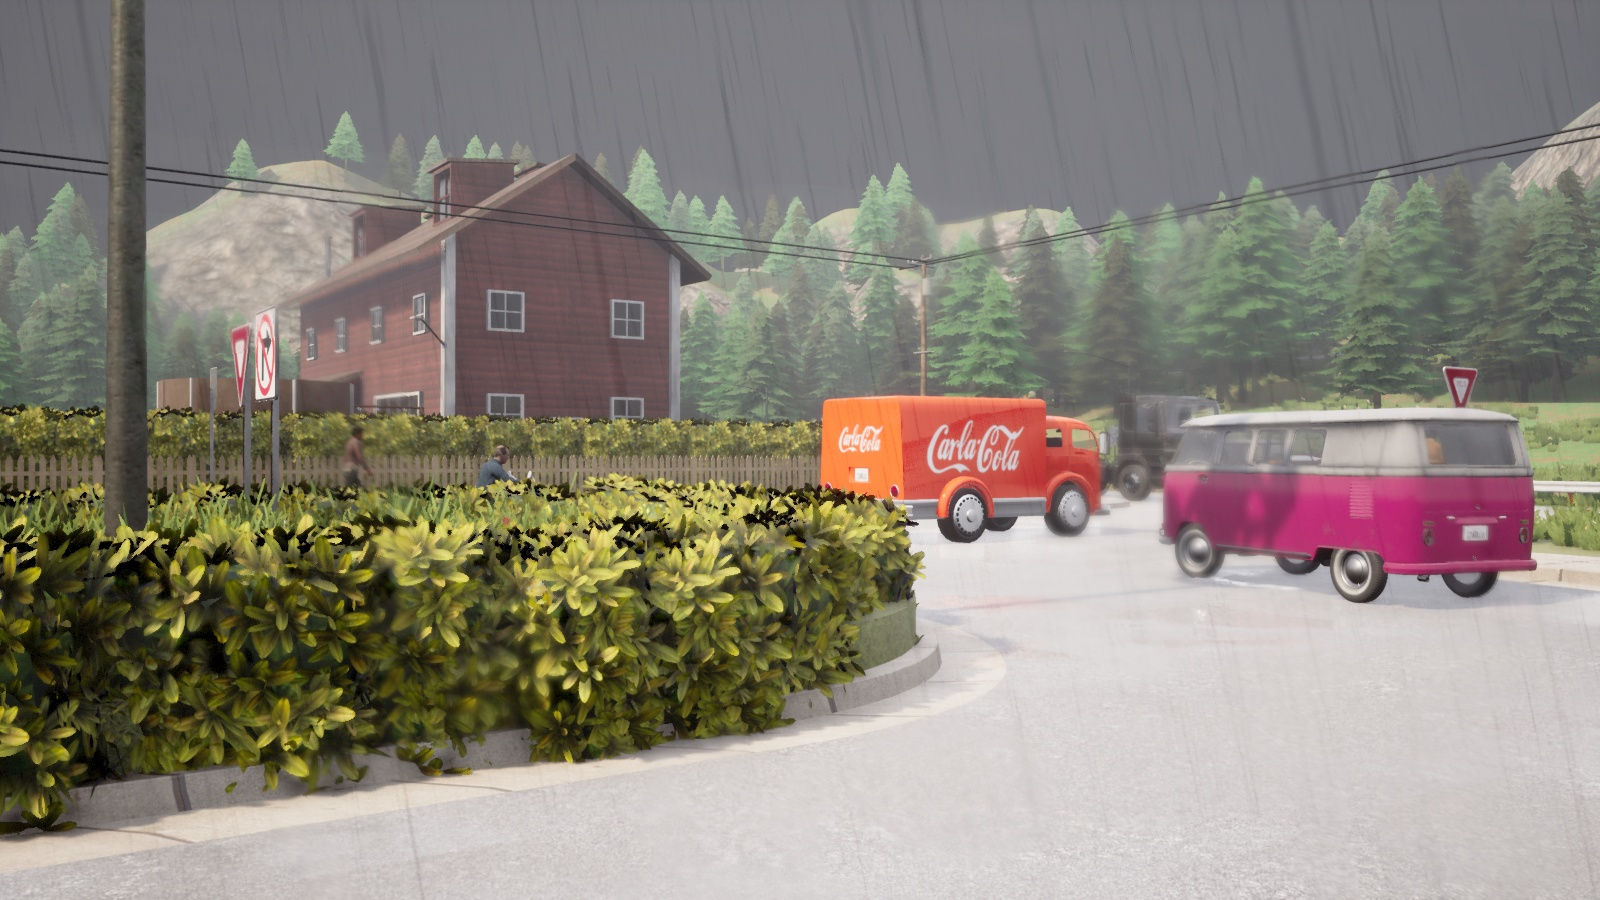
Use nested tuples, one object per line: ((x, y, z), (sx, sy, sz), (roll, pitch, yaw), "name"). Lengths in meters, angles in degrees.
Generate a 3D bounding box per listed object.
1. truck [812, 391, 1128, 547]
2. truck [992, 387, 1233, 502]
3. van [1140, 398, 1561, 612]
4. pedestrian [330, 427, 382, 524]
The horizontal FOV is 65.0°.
((3.098, 0.306, 22.486), (5.204, 2.467, 2.627), (0, 0, -35), "truck")
((10.250, -0.156, 42.166), (2.891, 3.462, 7.936), (0, 0, -34), "truck")
((5.870, 0.520, 14.076), (1.775, 1.987, 4.442), (0, 0, -19), "van")
((-8.372, 0.476, 23.704), (0.869, 1.805, 0.328), (0, 0, -35), "pedestrian")
